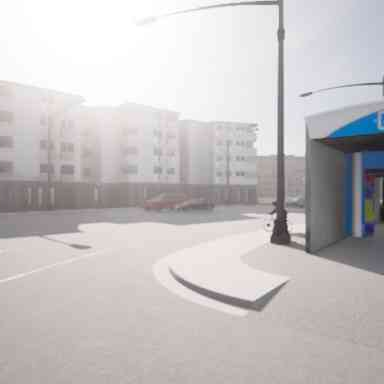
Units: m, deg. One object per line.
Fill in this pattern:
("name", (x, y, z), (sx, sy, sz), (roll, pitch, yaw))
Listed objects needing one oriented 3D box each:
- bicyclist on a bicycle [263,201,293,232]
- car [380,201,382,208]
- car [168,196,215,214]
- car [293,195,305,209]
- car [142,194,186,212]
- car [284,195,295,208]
("bicyclist on a bicycle", (4.460, 1.294, 17.402), (1.656, 1.620, 0.582), (0, 0, 38))
("car", (20.332, 1.598, 34.395), (4.718, 1.301, 1.895), (0, 0, -19))
("car", (0.304, 1.469, 35.981), (4.902, 1.511, 2.128), (0, 0, -37))
("car", (16.474, 1.547, 44.420), (4.892, 1.490, 1.837), (0, 0, -17))
("car", (-2.941, 1.195, 37.920), (5.566, 2.045, 2.150), (0, 0, -39))
("car", (15.395, 1.520, 47.749), (4.674, 1.442, 1.812), (0, 0, -17))
